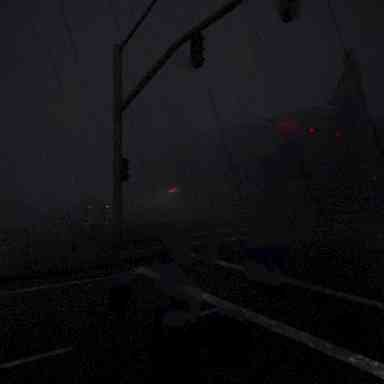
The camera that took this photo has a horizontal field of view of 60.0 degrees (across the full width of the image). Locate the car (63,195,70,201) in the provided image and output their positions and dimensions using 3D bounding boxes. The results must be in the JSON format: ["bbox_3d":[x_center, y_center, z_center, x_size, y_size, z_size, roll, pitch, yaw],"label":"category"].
[{"bbox_3d":[-33.477,1.498,87.367,1.837,1.490,4.892,0,0,-34],"label":"car"}]

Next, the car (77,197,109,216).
[{"bbox_3d":[-9.973,1.351,33.290,2.097,1.767,4.553,0,0,-34],"label":"car"}]

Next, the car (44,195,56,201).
[{"bbox_3d":[-36.616,1.551,85.764,1.994,1.385,4.181,0,0,-34],"label":"car"}]

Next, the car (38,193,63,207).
[{"bbox_3d":[-22.117,1.207,51.572,2.150,2.045,5.566,0,0,-34],"label":"car"}]
